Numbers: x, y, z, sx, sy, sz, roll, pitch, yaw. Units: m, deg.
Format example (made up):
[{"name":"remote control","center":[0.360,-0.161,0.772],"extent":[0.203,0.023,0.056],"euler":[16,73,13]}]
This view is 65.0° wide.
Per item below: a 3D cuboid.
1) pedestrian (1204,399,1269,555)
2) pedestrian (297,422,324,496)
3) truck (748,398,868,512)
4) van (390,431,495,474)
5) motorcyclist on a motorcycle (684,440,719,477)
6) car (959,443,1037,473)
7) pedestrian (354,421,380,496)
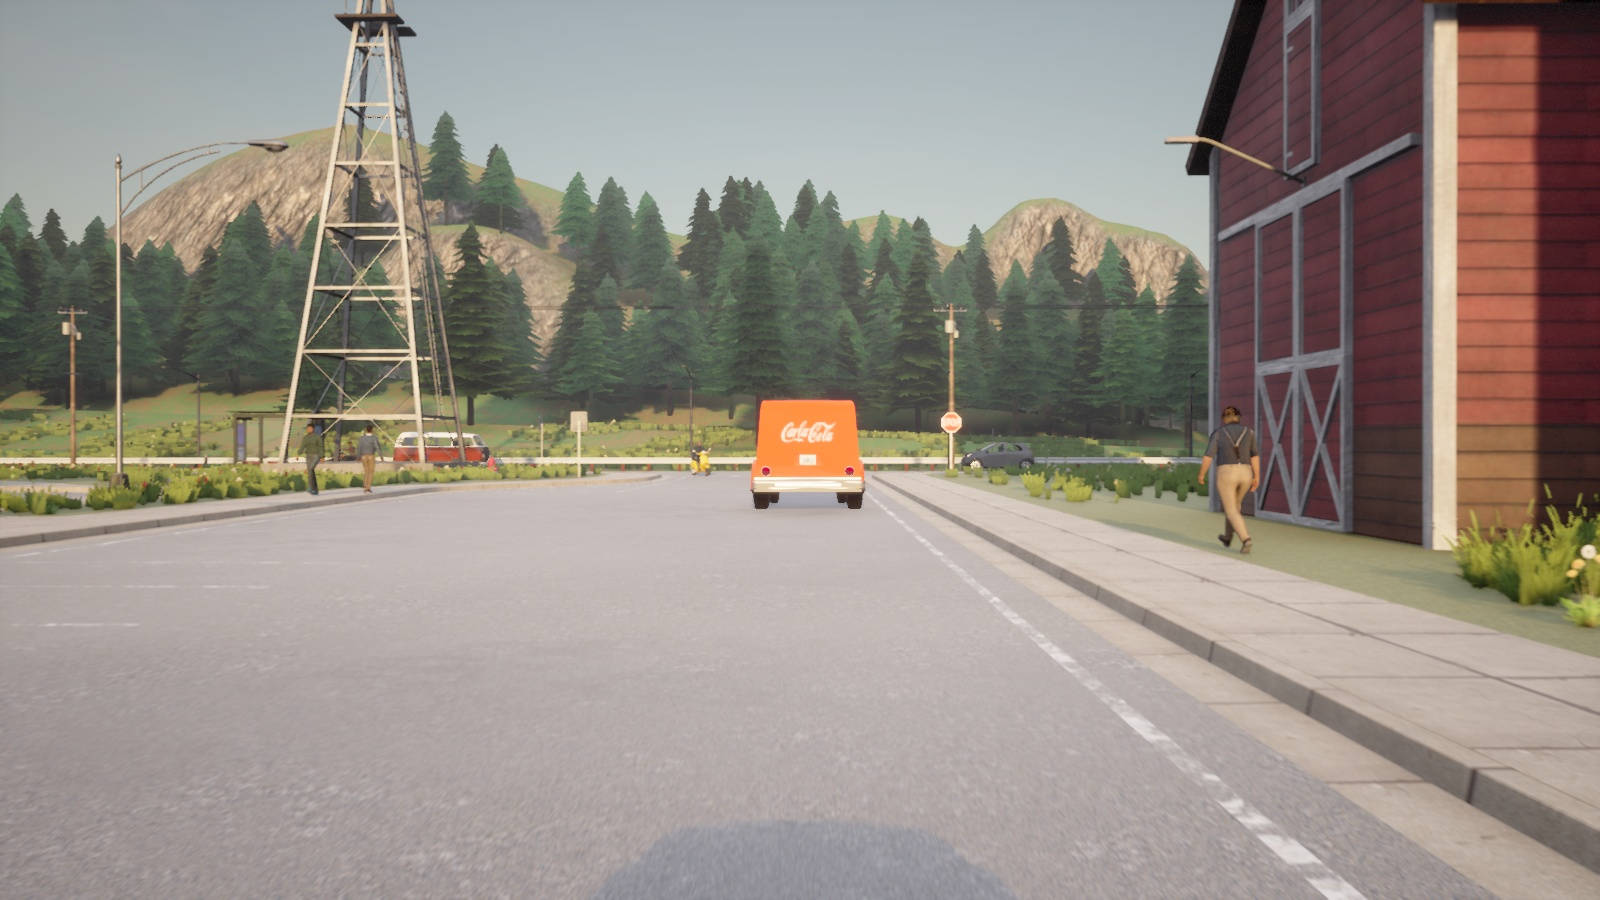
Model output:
[{"name":"pedestrian","center":[5.289,0.319,15.242],"extent":[0.540,1.848,0.694],"euler":[0,0,-2]},{"name":"pedestrian","center":[-12.291,0.214,31.531],"extent":[0.353,1.847,0.614],"euler":[0,0,10]},{"name":"truck","center":[0.187,0.091,29.924],"extent":[2.627,2.467,5.204],"euler":[0,0,0]},{"name":"van","center":[-17.197,0.114,60.551],"extent":[4.480,2.038,2.069],"euler":[0,0,1]},{"name":"motorcyclist on a motorcycle","center":[-4.421,0.379,56.238],"extent":[0.866,1.590,1.817],"euler":[-2,1,-29]},{"name":"car","center":[9.971,0.411,63.419],"extent":[3.633,1.501,1.845],"euler":[0,0,1]},{"name":"pedestrian","center":[-11.384,0.207,33.025],"extent":[0.423,1.949,0.788],"euler":[0,0,1]}]
